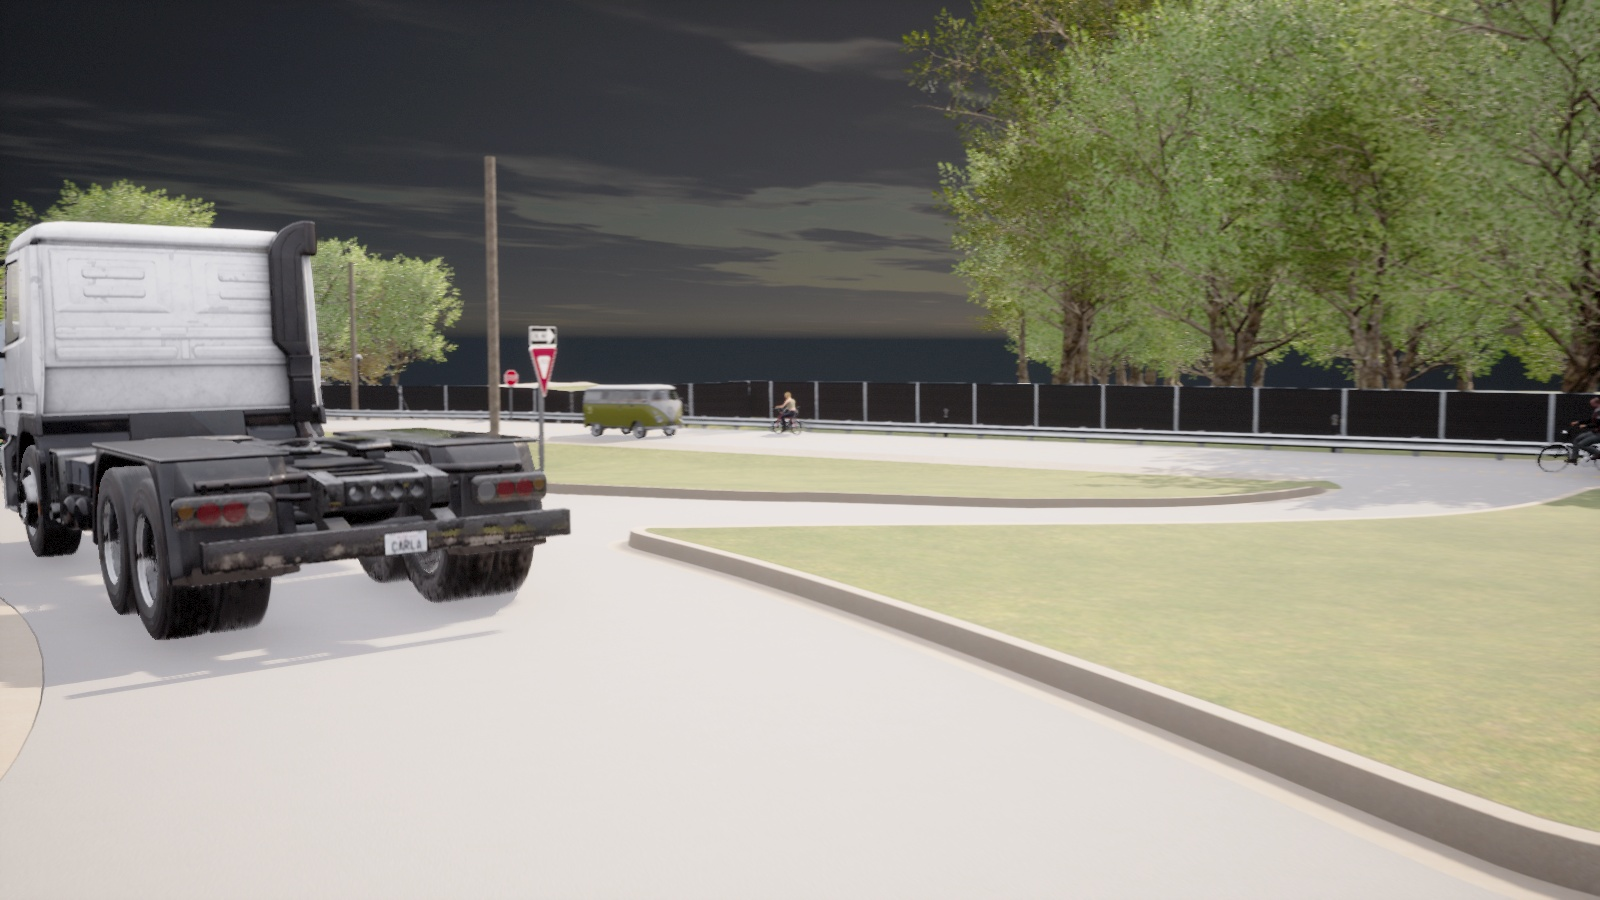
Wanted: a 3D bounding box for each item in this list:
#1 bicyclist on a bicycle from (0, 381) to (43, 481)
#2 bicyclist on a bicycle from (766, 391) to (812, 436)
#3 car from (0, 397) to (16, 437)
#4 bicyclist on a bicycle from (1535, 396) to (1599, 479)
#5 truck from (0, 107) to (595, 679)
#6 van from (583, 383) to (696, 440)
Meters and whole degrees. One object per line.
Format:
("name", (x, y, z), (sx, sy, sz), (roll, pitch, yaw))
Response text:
("bicyclist on a bicycle", (-13.523, -0.343, 21.137), (1.509, 1.612, 0.866), (3, 6, 42))
("bicyclist on a bicycle", (-0.407, -1.372, 46.900), (1.509, 1.612, 0.866), (3, 6, 43))
("car", (-32.375, -1.262, 47.836), (1.801, 1.575, 5.366), (0, 2, -2))
("bicyclist on a bicycle", (17.605, -0.283, 28.110), (1.843, 1.776, 0.659), (2, 10, 22))
("truck", (-5.198, -0.602, 11.577), (2.891, 3.462, 7.936), (-4, 6, -39))
("van", (-6.109, -1.511, 47.472), (4.442, 1.987, 1.775), (3, 6, 43))
